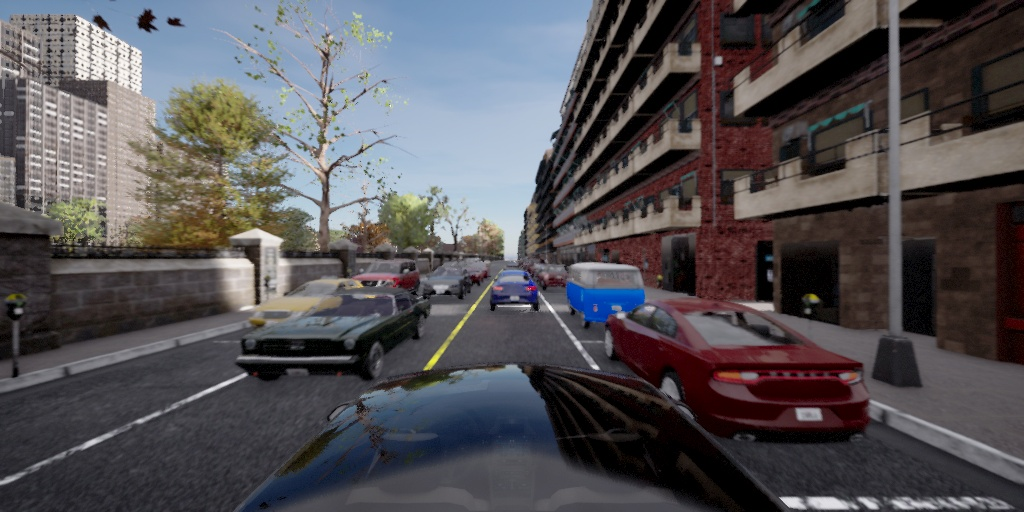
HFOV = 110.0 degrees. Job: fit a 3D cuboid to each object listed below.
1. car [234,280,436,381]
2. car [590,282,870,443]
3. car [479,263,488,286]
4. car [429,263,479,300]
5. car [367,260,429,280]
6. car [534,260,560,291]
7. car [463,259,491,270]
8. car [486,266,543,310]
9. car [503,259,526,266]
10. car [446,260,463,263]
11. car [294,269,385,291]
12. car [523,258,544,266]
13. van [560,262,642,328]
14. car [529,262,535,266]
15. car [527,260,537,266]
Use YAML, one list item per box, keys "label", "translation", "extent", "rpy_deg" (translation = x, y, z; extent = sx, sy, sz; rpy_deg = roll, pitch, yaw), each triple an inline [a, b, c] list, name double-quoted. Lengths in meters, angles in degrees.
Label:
- label: "car"
  translation: [-3.082, 1.363, 7.356]
  extent: [1.895, 1.301, 4.718]
  rpy_deg: [0, 0, 0]
- label: "car"
  translation: [2.689, 1.303, 5.478]
  extent: [1.888, 1.381, 4.507]
  rpy_deg: [0, 0, 0]
- label: "car"
  translation: [-3.014, 1.412, 25.747]
  extent: [1.895, 1.301, 4.718]
  rpy_deg: [0, 0, 0]
- label: "car"
  translation: [-3.087, 1.279, 17.958]
  extent: [2.128, 1.511, 4.902]
  rpy_deg: [0, 0, 0]
- label: "car"
  translation: [-5.699, 1.098, 16.733]
  extent: [2.192, 1.841, 5.009]
  rpy_deg: [0, 0, 0]
- label: "car"
  translation: [2.679, 1.239, 22.368]
  extent: [1.967, 1.591, 4.097]
  rpy_deg: [0, 0, 0]
- label: "car"
  translation: [-3.030, 1.305, 33.044]
  extent: [1.882, 1.535, 5.008]
  rpy_deg: [0, 0, 0]
- label: "car"
  translation: [0.093, 1.305, 14.770]
  extent: [1.812, 1.442, 4.674]
  rpy_deg: [0, 0, 0]
- label: "car"
  translation: [0.048, 1.331, 36.492]
  extent: [2.128, 1.511, 4.902]
  rpy_deg: [0, 0, 0]
- label: "car"
  translation: [-5.709, 1.269, 33.624]
  extent: [1.967, 1.591, 4.097]
  rpy_deg: [0, 0, 0]
- label: "car"
  translation: [-5.695, 1.295, 10.934]
  extent: [1.751, 1.417, 4.829]
  rpy_deg: [0, 0, 0]
- label: "car"
  translation: [2.668, 1.161, 39.258]
  extent: [2.192, 1.841, 5.009]
  rpy_deg: [0, 0, 0]
- label: "van"
  translation: [2.686, 1.112, 11.108]
  extent: [1.690, 1.789, 3.998]
  rpy_deg: [0, 0, 0]
- label: "car"
  translation: [2.675, 1.365, 27.998]
  extent: [2.007, 1.370, 4.403]
  rpy_deg: [0, 0, 0]
- label: "car"
  translation: [2.672, 1.375, 33.628]
  extent: [1.888, 1.381, 4.507]
  rpy_deg: [0, 0, 0]
